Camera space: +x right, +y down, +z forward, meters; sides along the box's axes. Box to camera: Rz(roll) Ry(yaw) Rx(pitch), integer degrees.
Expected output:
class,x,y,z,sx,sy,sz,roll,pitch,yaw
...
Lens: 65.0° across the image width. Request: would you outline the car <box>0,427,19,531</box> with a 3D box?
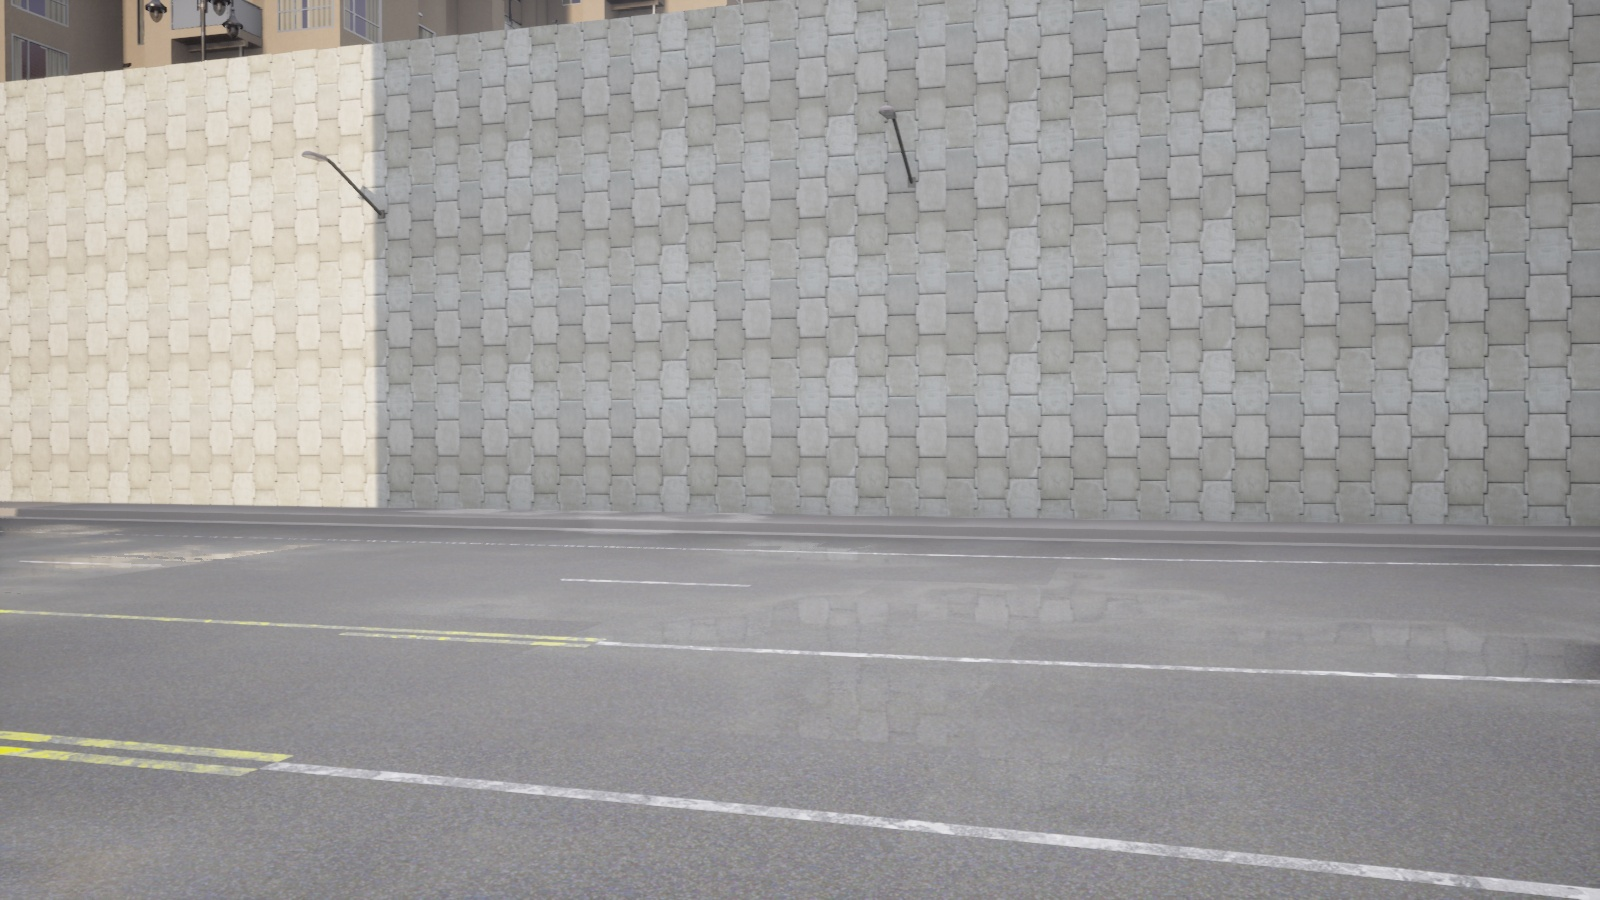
class,x,y,z,sx,sy,sz,roll,pitch,yaw
car,-14.131,0.421,18.448,4.514,1.525,2.007,1,1,17
